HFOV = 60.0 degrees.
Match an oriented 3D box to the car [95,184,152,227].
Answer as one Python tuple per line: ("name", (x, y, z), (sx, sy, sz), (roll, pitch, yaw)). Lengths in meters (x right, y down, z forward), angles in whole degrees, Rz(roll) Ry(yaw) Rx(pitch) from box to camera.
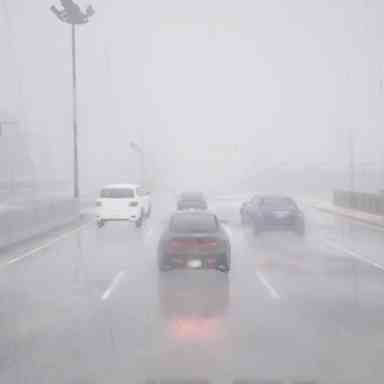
("car", (-3.489, 0.590, 17.714), (2.150, 2.045, 5.566), (0, 3, 0))

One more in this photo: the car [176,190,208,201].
("car", (-0.009, 0.656, 21.703), (1.837, 1.490, 4.892), (0, 3, 0))

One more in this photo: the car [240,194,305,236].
("car", (3.527, 0.854, 15.339), (2.097, 1.767, 4.553), (0, 3, 0))

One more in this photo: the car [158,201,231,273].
("car", (0.051, 1.287, 10.019), (1.837, 1.490, 4.892), (0, 3, 0))
